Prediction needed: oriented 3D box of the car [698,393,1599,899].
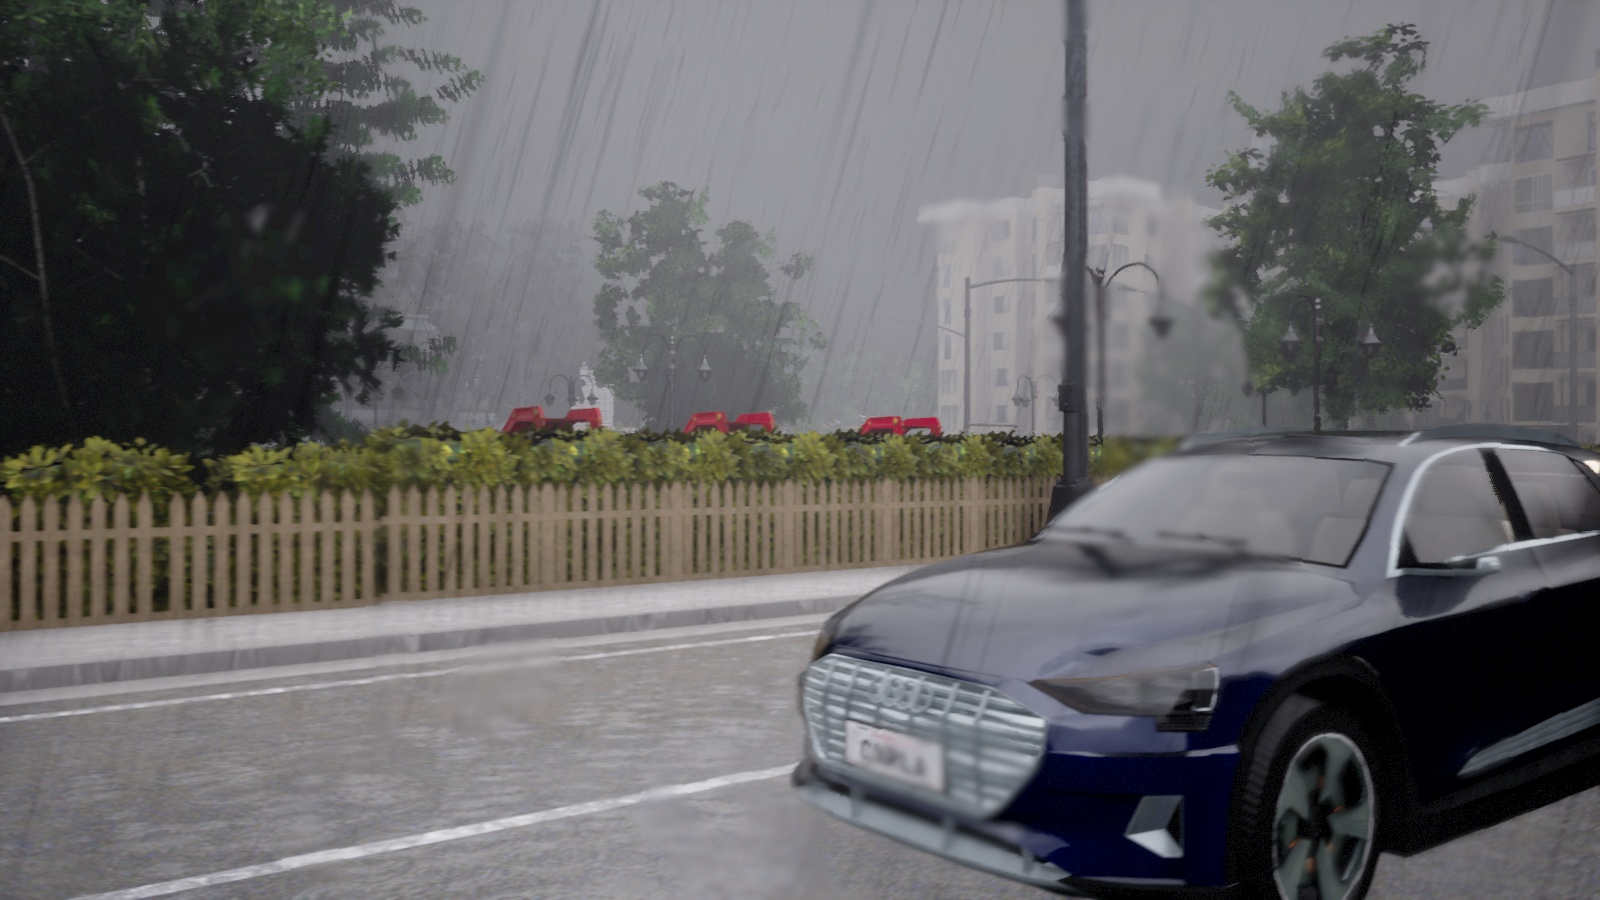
[{"bbox_3d":[2.166,0.685,5.395,4.856,1.649,2.033,0,0,-37],"label":"car"}]
